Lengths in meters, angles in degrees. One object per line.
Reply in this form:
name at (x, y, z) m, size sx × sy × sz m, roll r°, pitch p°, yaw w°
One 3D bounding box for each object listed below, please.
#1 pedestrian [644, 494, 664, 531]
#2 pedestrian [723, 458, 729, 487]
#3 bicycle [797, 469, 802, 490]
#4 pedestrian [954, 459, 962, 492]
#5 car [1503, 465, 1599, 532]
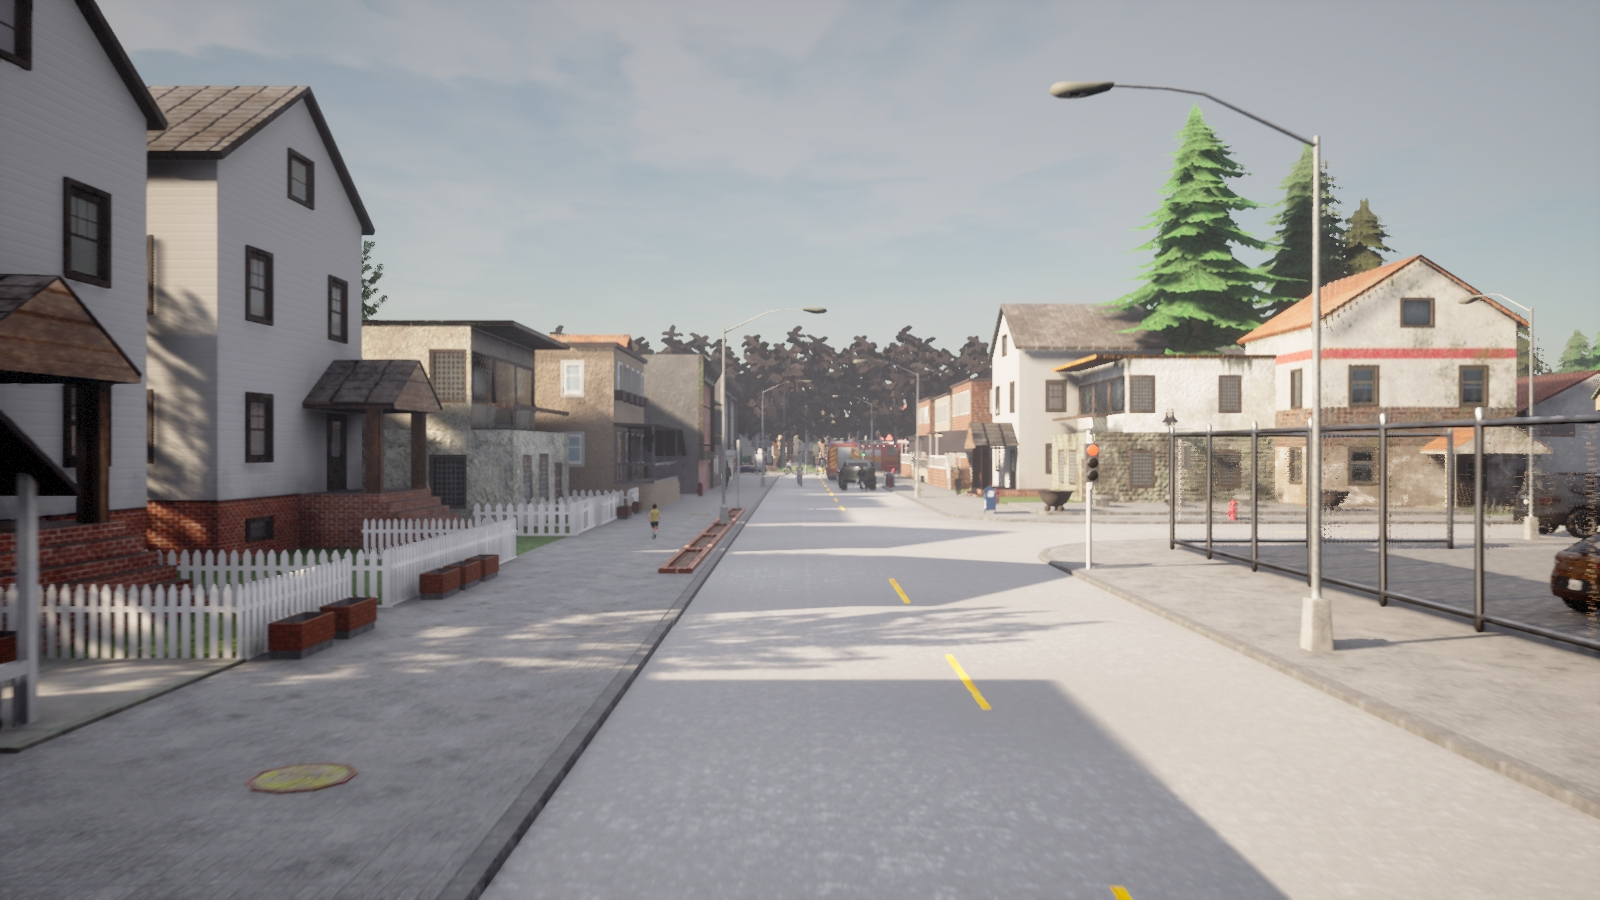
pedestrian at (-4.387, 1.880, 34.410) m, size 0.500 × 1.100 × 0.500 m, roll 0°, pitch 0°, yaw 4°
pedestrian at (-4.793, 1.471, 74.058) m, size 0.375 × 1.860 × 0.375 m, roll 0°, pitch 0°, yaw -2°
bicycle at (-0.055, 1.888, 74.051) m, size 0.329 × 1.271 × 1.835 m, roll 0°, pitch 0°, yaw 0°
pedestrian at (9.135, 1.477, 66.030) m, size 0.375 × 1.860 × 0.375 m, roll 0°, pitch 0°, yaw -1°
car at (26.059, 1.534, 36.746) m, size 5.566 × 2.045 × 2.150 m, roll 0°, pitch 0°, yaw 1°
